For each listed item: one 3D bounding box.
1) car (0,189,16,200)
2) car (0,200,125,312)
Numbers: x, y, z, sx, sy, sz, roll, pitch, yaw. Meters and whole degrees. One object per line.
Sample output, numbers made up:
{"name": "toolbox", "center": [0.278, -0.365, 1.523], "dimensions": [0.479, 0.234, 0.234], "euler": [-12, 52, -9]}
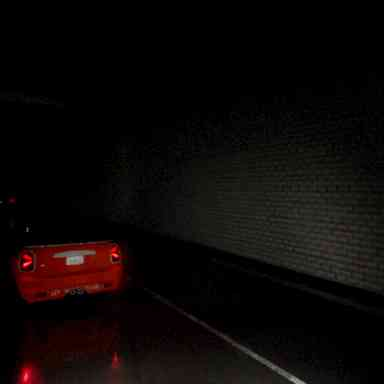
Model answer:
{"name": "car", "center": [-15.362, 0.767, 26.484], "dimensions": [2.150, 2.045, 5.566], "euler": [1, 1, -32]}
{"name": "car", "center": [-3.292, 1.235, 7.862], "dimensions": [2.097, 1.767, 4.553], "euler": [1, 1, -33]}
